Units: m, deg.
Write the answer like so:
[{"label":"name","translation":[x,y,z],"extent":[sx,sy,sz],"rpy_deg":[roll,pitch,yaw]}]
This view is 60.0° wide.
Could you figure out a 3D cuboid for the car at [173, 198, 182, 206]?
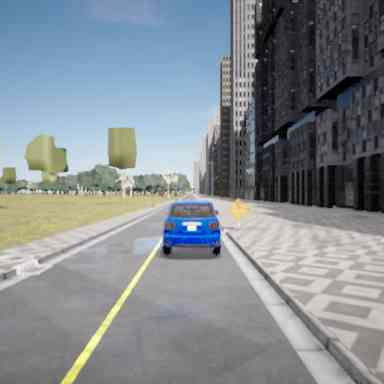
[{"label":"car","translation":[-3.016,2.084,71.000],"extent":[1.812,1.442,4.674],"rpy_deg":[0,0,0]}]

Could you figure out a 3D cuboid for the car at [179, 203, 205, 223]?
[{"label":"car","translation":[-0.003,1.750,29.285],"extent":[2.128,1.511,4.902],"rpy_deg":[0,0,0]}]

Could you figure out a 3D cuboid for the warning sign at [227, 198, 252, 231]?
[{"label":"warning sign","translation":[2.708,1.292,19.240],"extent":[1.300,1.860,1.060],"rpy_deg":[0,-1,0]}]

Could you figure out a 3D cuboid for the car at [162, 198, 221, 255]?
[{"label":"car","translation":[-0.003,1.348,14.018],"extent":[2.150,2.045,5.566],"rpy_deg":[0,0,0]}]
